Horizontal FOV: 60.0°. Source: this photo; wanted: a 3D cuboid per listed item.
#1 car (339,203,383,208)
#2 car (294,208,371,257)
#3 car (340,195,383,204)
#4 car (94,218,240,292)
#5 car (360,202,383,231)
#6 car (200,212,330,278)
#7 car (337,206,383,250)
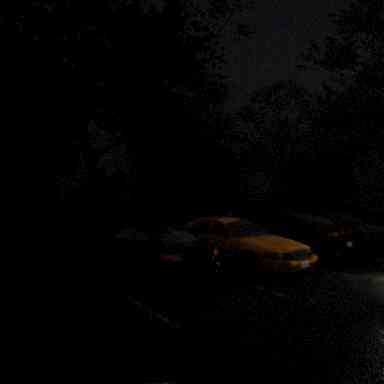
[{"bbox_3d":[7.937,1.476,15.515,2.163,1.488,4.792,0,0,-36],"label":"car"},{"bbox_3d":[3.425,1.458,12.249,2.097,1.535,5.008,0,0,-36],"label":"car"},{"bbox_3d":[10.234,1.190,17.086,2.435,2.045,5.566,0,0,-36],"label":"car"},{"bbox_3d":[-1.111,1.511,9.013,2.002,1.452,4.674,0,0,-36],"label":"car"},{"bbox_3d":[12.489,1.440,18.725,2.097,1.535,5.008,0,0,-36],"label":"car"},{"bbox_3d":[1.262,1.462,10.483,1.946,1.575,5.366,0,0,-36],"label":"car"},{"bbox_3d":[5.705,1.482,13.848,2.163,1.488,4.792,0,0,-36],"label":"car"}]
